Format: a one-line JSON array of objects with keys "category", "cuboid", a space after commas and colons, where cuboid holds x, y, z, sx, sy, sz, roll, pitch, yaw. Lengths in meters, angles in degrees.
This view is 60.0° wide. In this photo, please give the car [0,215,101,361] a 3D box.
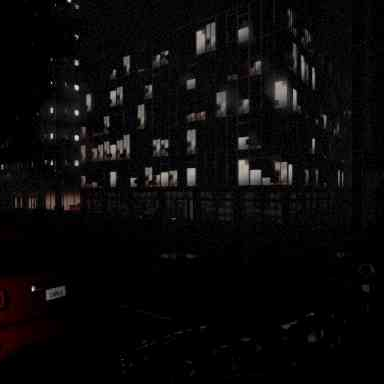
[{"category": "car", "cuboid": [-3.607, 1.315, 5.452, 5.009, 1.841, 2.192, 0, 0, 36]}]

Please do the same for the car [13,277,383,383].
[{"category": "car", "cuboid": [0.889, 1.566, 2.243, 4.313, 1.339, 1.947, 0, 0, 36]}]
